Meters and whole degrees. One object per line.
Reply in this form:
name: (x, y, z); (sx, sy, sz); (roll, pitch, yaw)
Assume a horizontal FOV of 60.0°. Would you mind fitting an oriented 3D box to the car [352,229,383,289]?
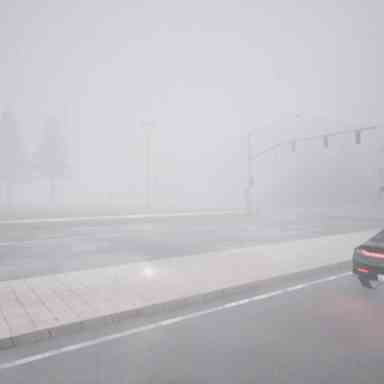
car: (5.716, 1.463, 7.848); (4.902, 1.511, 2.128); (0, 0, -36)
